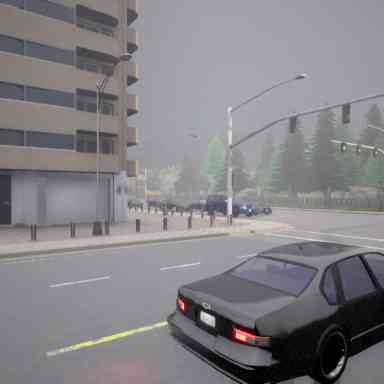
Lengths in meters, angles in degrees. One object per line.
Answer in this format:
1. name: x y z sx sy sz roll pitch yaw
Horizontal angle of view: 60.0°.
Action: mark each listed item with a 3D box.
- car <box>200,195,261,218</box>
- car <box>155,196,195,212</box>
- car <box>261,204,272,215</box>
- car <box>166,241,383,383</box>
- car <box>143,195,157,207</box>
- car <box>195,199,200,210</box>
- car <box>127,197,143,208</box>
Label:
1. car: 3.506 1.277 31.639 2.150 2.045 5.566 0 0 -36
2. car: -2.089 1.560 39.408 1.837 1.490 4.892 0 0 -36
3. car: 6.127 1.619 33.990 1.994 1.385 4.181 0 0 -36
4. car: 2.238 1.547 5.377 5.357 1.411 2.033 0 0 -35
5. car: -4.853 1.407 49.248 2.097 1.767 4.553 0 0 -36
6. car: 1.094 1.581 40.992 1.812 1.442 4.674 0 0 -36
7. car: -8.817 1.559 48.762 1.837 1.490 4.892 0 0 -36
